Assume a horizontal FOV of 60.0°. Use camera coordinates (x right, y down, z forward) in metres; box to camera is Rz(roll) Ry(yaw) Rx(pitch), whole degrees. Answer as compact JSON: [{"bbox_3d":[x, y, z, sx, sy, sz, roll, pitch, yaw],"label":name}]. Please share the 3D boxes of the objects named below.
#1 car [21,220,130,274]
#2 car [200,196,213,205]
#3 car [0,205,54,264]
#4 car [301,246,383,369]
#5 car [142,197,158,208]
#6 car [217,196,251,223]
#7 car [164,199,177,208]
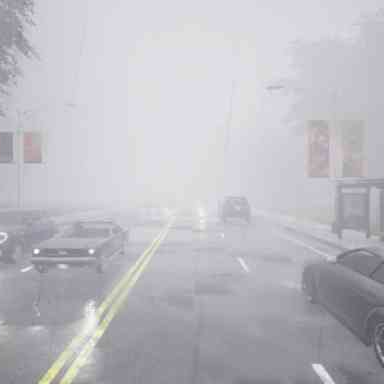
[{"bbox_3d":[-3.352,1.640,10.854,1.895,1.301,4.718,0,0,0],"label":"car"},{"bbox_3d":[3.251,1.847,69.407,2.163,1.488,4.792,0,0,0],"label":"car"},{"bbox_3d":[-6.600,1.395,11.990,2.097,1.767,4.553,0,0,0],"label":"car"},{"bbox_3d":[3.349,1.583,5.543,1.994,1.385,4.181,0,0,0],"label":"car"},{"bbox_3d":[-6.567,1.582,52.549,2.097,1.767,4.553,0,0,0],"label":"car"},{"bbox_3d":[3.350,1.325,27.092,2.150,2.045,5.566,0,0,0],"label":"car"},{"bbox_3d":[-3.320,1.773,51.904,2.033,1.411,5.357,0,0,0],"label":"car"}]
